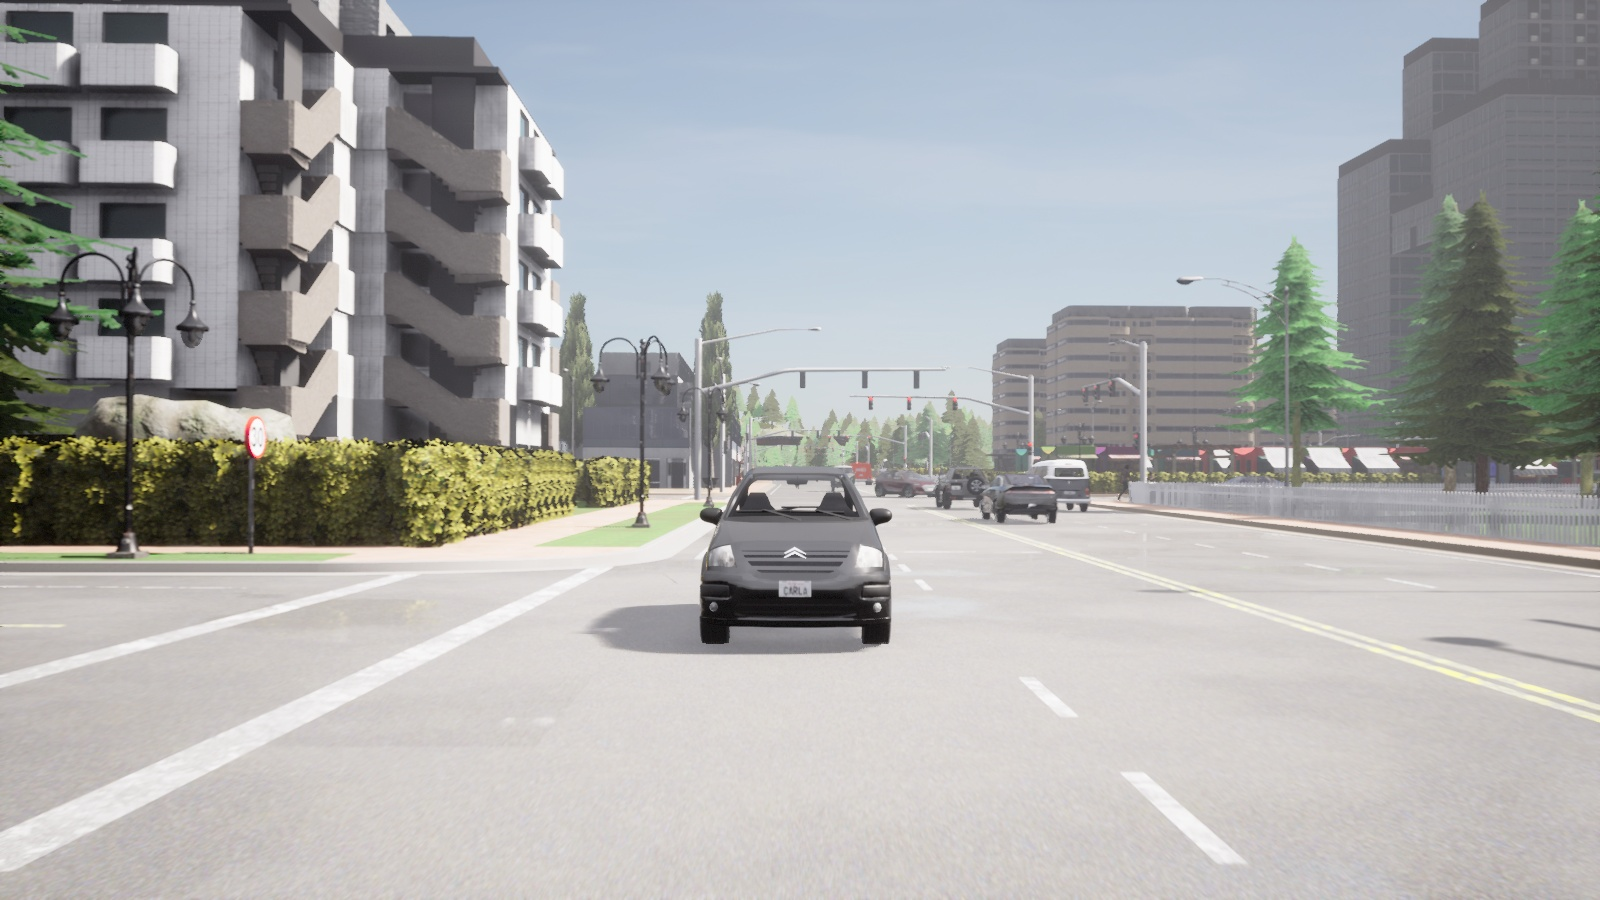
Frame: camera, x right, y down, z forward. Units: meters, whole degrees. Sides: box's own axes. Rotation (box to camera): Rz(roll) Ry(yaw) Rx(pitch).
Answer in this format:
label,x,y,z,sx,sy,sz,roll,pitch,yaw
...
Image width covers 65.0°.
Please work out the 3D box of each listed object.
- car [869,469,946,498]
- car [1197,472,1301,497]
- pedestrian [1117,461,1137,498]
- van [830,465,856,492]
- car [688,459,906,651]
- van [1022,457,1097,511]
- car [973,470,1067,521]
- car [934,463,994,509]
label,x,y,z,sx,sy,sz,roll,pitch,yaw
car,6.387,1.976,75.047,2.033,1.649,4.856,0,-1,-32
car,26.218,1.987,73.460,5.357,1.411,2.033,0,-1,-1
pedestrian,16.203,1.449,62.176,0.869,1.805,0.328,0,-1,-11
van,3.265,2.157,95.711,1.775,1.987,4.442,0,-1,0
car,-0.032,0.925,12.665,1.851,1.617,3.988,0,-1,0
van,10.376,1.342,50.523,2.069,2.038,4.480,0,-1,0
car,6.902,1.412,39.954,2.128,1.511,4.902,0,-1,0
car,6.868,1.493,53.110,1.932,1.855,4.605,0,-1,0
